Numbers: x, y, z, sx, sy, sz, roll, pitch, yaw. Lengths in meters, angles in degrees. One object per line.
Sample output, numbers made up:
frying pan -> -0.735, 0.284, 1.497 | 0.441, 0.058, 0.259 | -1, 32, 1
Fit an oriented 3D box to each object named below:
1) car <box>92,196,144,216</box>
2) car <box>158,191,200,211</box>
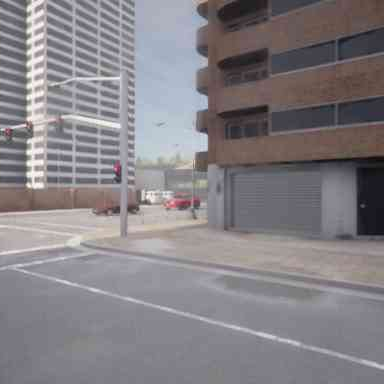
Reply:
car -> -7.346, 1.461, 32.329 | 1.882, 1.535, 5.008 | 0, 0, 35
car -> -1.211, 1.204, 41.001 | 2.150, 2.045, 5.566 | 0, 0, 36
